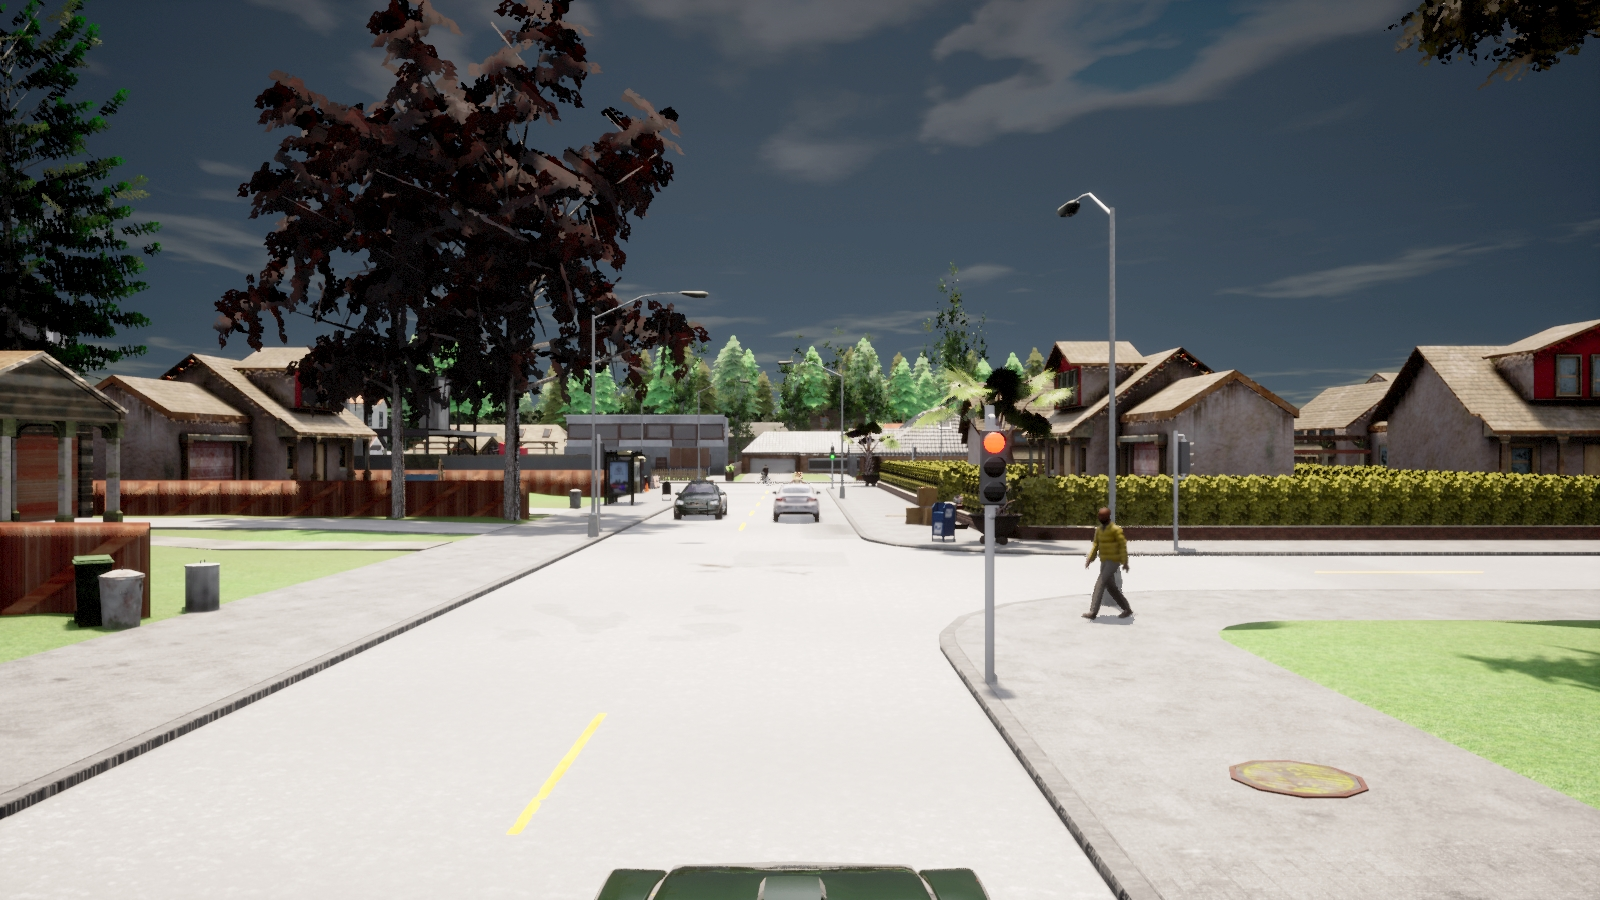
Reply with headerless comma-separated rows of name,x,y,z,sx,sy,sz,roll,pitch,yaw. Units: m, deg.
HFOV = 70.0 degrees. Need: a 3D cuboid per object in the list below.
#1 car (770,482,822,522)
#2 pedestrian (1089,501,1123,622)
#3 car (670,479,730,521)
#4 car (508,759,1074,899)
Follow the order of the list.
car,-0.143,2.082,46.544,2.002,1.442,4.674,0,0,0
pedestrian,4.814,1.743,17.985,0.375,1.860,0.375,0,0,-21
car,-4.107,2.038,47.608,2.038,1.542,4.974,0,0,0
car,-0.028,2.155,3.193,1.895,1.301,4.718,0,0,0
